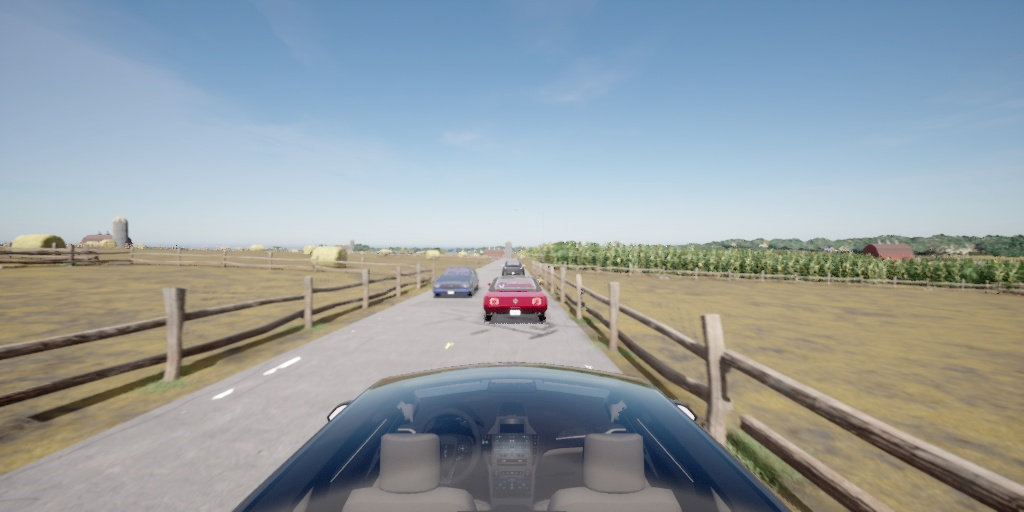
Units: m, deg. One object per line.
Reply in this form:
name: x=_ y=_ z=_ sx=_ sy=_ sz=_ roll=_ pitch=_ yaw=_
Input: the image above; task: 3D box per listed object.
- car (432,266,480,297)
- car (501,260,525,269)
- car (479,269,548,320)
car: x=-2.749 y=1.246 z=18.781 sx=2.033 sy=1.411 sz=5.357 roll=0 pitch=0 yaw=0
car: x=0.102 y=1.116 z=30.350 sx=2.128 sy=1.511 sz=4.902 roll=0 pitch=0 yaw=0
car: x=0.095 y=1.313 z=12.409 sx=1.895 sy=1.301 sz=4.718 roll=0 pitch=0 yaw=0
